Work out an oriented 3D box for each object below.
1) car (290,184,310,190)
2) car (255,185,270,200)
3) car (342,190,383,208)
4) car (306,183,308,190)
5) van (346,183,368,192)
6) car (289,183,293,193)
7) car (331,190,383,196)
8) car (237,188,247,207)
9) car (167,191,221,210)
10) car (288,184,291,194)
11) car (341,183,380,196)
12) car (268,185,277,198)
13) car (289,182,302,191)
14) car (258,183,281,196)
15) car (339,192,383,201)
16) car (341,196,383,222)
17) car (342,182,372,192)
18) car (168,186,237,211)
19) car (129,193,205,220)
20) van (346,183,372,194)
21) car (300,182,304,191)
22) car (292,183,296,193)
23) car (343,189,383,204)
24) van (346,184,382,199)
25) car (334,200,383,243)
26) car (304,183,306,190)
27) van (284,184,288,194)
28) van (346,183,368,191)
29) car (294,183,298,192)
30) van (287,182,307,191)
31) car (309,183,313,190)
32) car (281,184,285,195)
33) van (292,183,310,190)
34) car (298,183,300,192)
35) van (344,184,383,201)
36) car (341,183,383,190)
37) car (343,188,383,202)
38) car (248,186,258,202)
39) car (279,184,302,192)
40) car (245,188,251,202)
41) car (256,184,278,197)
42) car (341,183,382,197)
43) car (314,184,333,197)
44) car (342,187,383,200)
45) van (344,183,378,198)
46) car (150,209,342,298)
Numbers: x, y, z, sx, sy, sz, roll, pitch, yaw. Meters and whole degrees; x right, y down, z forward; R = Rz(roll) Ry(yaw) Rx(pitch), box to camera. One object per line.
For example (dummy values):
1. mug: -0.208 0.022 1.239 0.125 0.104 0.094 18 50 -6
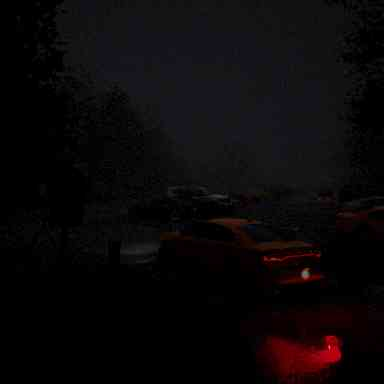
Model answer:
1. car: 28.420 -1.260 87.454 4.792 1.488 2.163 1 2 25
2. car: 6.125 0.294 39.849 5.366 1.575 1.946 1 3 25
3. car: 16.903 0.638 31.630 4.792 1.488 2.163 1 3 25
4. car: 23.733 -0.986 77.420 5.008 1.535 2.097 1 2 25
5. van: 36.874 -1.095 74.374 4.442 1.987 1.878 1 2 25
6. car: 14.378 -0.289 57.289 4.792 1.488 2.163 1 2 25
7. car: 13.269 0.925 24.162 5.366 1.575 1.946 1 3 25
8. car: 1.745 0.732 29.516 5.366 1.575 1.946 1 3 25
9. car: -0.752 0.947 24.558 5.008 1.535 2.097 1 3 25
10. car: 13.212 -0.206 54.771 4.792 1.488 2.163 1 2 25
11. car: 27.377 -0.453 54.221 5.566 2.045 2.435 1 2 25
12. car: 7.577 0.203 42.099 5.366 1.575 1.946 1 2 25
13. car: 19.066 -0.651 67.349 4.892 1.521 2.231 1 2 25
14. car: 9.768 -0.107 47.189 4.553 1.767 2.185 1 2 25
15. car: 10.026 1.123 16.645 4.553 1.767 2.185 1 3 25
16. car: 12.271 1.078 21.576 4.674 1.452 2.002 1 3 25
17. car: 35.578 -1.039 71.921 5.566 2.045 2.435 1 2 25
18. car: 0.435 0.589 27.055 5.566 2.045 2.435 1 3 25
19. car: -1.950 1.084 22.057 4.792 1.488 2.163 1 3 25
20. van: 32.218 -0.762 64.325 4.442 1.987 1.878 1 2 25
21. car: 20.070 -0.741 69.942 5.366 1.575 1.946 1 2 25
22. car: 15.545 -0.373 59.806 4.792 1.488 2.163 1 2 25
23. car: 19.336 0.428 36.742 4.792 1.488 2.163 1 3 25
24. van: 24.016 -0.176 46.624 4.442 1.987 1.878 1 2 25
25. car: 8.828 1.355 14.153 5.008 1.535 2.097 1 3 25
26. car: 22.543 -1.029 74.909 4.553 1.767 2.185 1 2 25
27. van: 12.178 -0.376 52.183 4.442 1.987 1.878 1 2 25
28. van: 37.985 -1.175 76.773 4.442 1.987 1.878 1 2 25
29. car: 16.570 -0.491 62.389 5.366 1.575 1.946 1 2 25
30. van: 25.966 -1.380 82.495 4.442 1.987 1.878 1 2 25
31. car: 27.264 -1.487 84.951 5.566 2.045 2.435 1 2 25
32. car: 10.932 -0.038 49.710 4.792 1.488 2.163 1 2 25
33. van: 29.459 -1.556 90.035 4.442 1.987 1.878 1 1 25
34. car: 17.911 -0.568 64.826 4.892 1.521 2.231 1 2 25
35. van: 21.477 -0.009 41.680 4.442 1.987 1.878 1 2 24
36. car: 15.791 0.466 29.084 5.566 2.045 2.435 1 3 25
37. car: 20.445 0.337 39.136 4.792 1.488 2.163 1 2 25
38. car: 3.741 0.511 34.706 5.366 1.575 1.946 1 3 25
39. car: 21.377 -0.945 72.391 4.553 1.767 2.185 1 2 25
40. car: 2.749 0.626 32.109 4.892 1.521 2.231 1 3 25
41. car: 8.566 0.108 44.689 4.892 1.521 2.231 1 3 25
42. car: 26.213 -0.370 51.708 5.566 2.045 2.435 1 2 25
43. car: 20.167 -0.067 50.352 2.128 1.511 4.902 1 2 25
44. car: 22.751 0.132 44.167 5.008 1.535 2.097 1 2 25
45. van: 24.968 -0.262 49.235 4.442 1.987 1.878 1 2 25
46. car: 0.887 1.400 8.438 1.882 1.535 5.008 2 -1 -31
